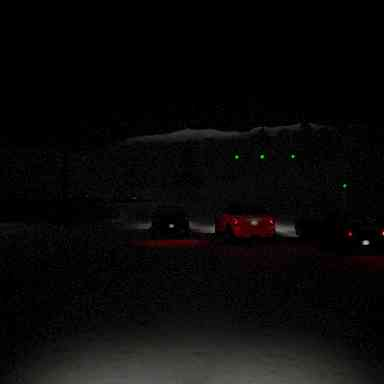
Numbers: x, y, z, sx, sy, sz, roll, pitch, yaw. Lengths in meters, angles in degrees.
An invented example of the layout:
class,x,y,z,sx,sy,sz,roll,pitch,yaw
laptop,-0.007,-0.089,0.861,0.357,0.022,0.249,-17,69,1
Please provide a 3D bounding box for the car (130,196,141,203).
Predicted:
class,x,y,z,sx,sy,sz,roll,pitch,yaw
car,-13.725,1.530,69.779,4.902,1.511,2.128,0,0,36

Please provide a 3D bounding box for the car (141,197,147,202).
class,x,y,z,sx,sy,sz,roll,pitch,yaw
car,-12.309,1.596,73.108,4.718,1.301,1.895,0,0,36

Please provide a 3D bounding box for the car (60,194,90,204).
class,x,y,z,sx,sy,sz,roll,pitch,yaw
car,-21.889,1.573,62.769,5.357,1.411,2.033,0,0,32

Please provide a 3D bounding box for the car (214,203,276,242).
class,x,y,z,sx,sy,sz,roll,pitch,yaw
car,2.449,1.340,16.403,2.097,1.767,4.553,0,0,-6

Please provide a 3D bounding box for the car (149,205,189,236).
class,x,y,z,sx,sy,sz,roll,pitch,yaw
car,-1.322,1.474,18.381,1.882,1.535,5.008,0,0,-8

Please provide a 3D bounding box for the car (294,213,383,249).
class,x,y,z,sx,sy,sz,roll,pitch,yaw
car,6.211,1.582,14.532,1.895,1.301,4.718,0,0,-6

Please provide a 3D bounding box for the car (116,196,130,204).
class,x,y,z,sx,sy,sz,roll,pitch,yaw
car,-15.457,1.488,66.711,5.008,1.535,1.882,0,0,36

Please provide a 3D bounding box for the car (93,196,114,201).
class,x,y,z,sx,sy,sz,roll,pitch,yaw
car,-20.941,1.533,78.368,4.718,1.301,1.895,0,0,25

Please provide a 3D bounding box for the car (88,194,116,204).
class,x,y,z,sx,sy,sz,roll,pitch,yaw
car,-17.263,1.616,63.680,4.718,1.301,1.895,0,0,39

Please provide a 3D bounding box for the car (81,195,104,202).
class,x,y,z,sx,sy,sz,roll,pitch,yaw
car,-22.487,1.450,75.228,4.892,1.490,1.837,0,0,25

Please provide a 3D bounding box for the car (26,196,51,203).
class,x,y,z,sx,sy,sz,roll,pitch,yaw
car,-31.057,1.583,67.426,5.357,1.411,2.033,0,0,18

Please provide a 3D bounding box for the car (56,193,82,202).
class,x,y,z,sx,sy,sz,roll,pitch,yaw
car,-25.981,1.333,69.140,4.553,1.767,2.097,0,0,22
